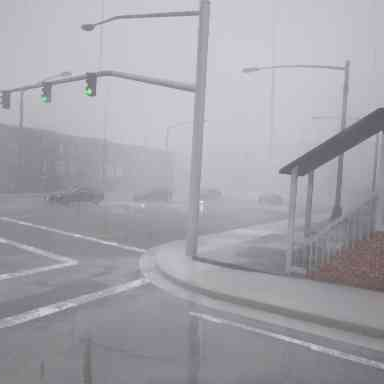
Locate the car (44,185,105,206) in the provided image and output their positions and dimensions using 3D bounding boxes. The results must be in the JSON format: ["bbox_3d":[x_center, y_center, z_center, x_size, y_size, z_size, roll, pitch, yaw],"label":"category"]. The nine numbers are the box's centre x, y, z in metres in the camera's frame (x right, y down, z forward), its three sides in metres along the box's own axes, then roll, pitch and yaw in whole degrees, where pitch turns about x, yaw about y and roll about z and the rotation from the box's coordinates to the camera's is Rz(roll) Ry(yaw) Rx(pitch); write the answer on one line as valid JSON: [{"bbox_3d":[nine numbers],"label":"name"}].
[{"bbox_3d":[-9.293,0.225,26.675,2.128,1.511,4.902,5,3,36],"label":"car"}]

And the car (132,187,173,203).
[{"bbox_3d":[-3.951,0.241,34.089,1.837,1.490,4.892,5,3,36],"label":"car"}]

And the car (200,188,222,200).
[{"bbox_3d":[1.987,0.244,42.304,1.837,1.490,4.892,5,3,36],"label":"car"}]

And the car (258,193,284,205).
[{"bbox_3d":[9.683,0.785,40.742,1.994,1.385,4.181,5,3,36],"label":"car"}]
